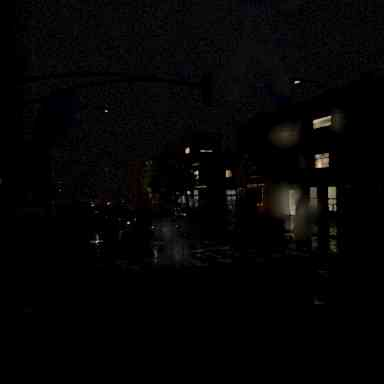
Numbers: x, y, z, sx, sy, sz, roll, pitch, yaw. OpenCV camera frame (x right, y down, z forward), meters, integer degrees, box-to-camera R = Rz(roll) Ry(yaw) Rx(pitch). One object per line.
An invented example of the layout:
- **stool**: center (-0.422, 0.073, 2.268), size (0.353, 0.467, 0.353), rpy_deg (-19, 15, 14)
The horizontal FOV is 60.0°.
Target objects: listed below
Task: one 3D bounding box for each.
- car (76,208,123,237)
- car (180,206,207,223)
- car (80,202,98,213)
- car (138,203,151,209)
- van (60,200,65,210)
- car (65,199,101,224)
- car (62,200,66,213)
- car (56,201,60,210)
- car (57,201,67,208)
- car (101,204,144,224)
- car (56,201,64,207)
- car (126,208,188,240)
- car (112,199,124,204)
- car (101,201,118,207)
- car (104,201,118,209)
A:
- **car**: center (-5.901, 1.940, 20.847), size (1.947, 1.339, 4.313), rpy_deg (-2, 0, -24)
- **car**: center (-0.188, 1.925, 29.364), size (2.008, 1.369, 4.403), rpy_deg (-2, 0, -24)
- **car**: center (-15.615, 2.323, 50.229), size (2.128, 1.511, 4.902), rpy_deg (-1, -1, -23)
- **car**: center (-6.630, 2.176, 43.864), size (2.008, 1.369, 4.403), rpy_deg (-2, 0, -24)
- **van**: center (-19.046, 2.236, 51.344), size (1.690, 1.788, 3.998), rpy_deg (-2, 0, -24)
- **car**: center (-10.012, 1.851, 30.340), size (2.192, 1.841, 5.009), rpy_deg (-2, 0, -24)
- **car**: center (-14.344, 2.150, 40.524), size (1.967, 1.590, 4.097), rpy_deg (-2, 0, -24)
- **car**: center (-23.465, 2.383, 61.492), size (2.192, 1.841, 5.009), rpy_deg (-2, 0, -24)
- **car**: center (-30.087, 2.872, 76.712), size (1.887, 1.381, 4.507), rpy_deg (-2, 0, -24)
- **car**: center (-5.880, 1.992, 27.633), size (2.033, 1.411, 5.357), rpy_deg (-1, -1, -24)
- **car**: center (-34.439, 3.023, 86.705), size (1.752, 1.417, 4.829), rpy_deg (-2, 0, -24)
- **car**: center (-2.132, 1.861, 19.040), size (1.994, 1.385, 4.181), rpy_deg (-1, -1, -24)
- **car**: center (-13.570, 2.212, 59.755), size (2.192, 1.841, 5.009), rpy_deg (-2, 0, -24)
- **car**: center (-9.909, 2.108, 36.914), size (1.837, 1.490, 4.892), rpy_deg (-1, -1, -23)
- **car**: center (-15.840, 2.512, 64.984), size (1.752, 1.417, 4.829), rpy_deg (-2, 0, -24)
